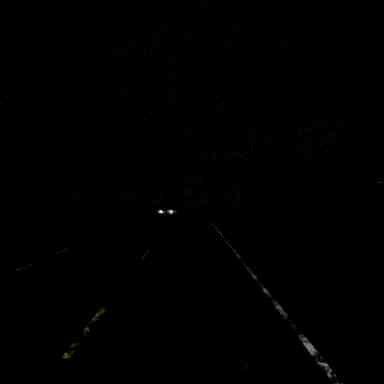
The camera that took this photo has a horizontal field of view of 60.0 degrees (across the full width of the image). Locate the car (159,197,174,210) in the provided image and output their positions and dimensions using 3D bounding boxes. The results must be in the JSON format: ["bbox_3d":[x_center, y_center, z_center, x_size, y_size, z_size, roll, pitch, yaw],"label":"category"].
[{"bbox_3d":[-4.045,1.838,53.950,2.150,2.045,5.566,0,0,0],"label":"car"}]

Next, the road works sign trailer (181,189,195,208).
[{"bbox_3d":[-0.669,1.200,64.168,2.380,3.560,2.880,0,-1,-2],"label":"road works sign trailer"}]
